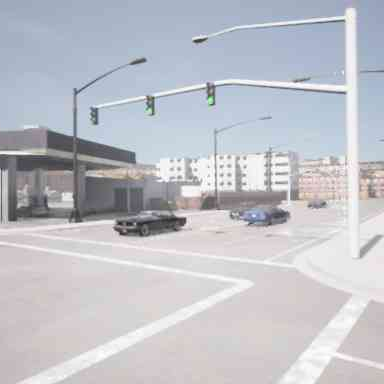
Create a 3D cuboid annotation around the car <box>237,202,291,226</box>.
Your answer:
[{"bbox_3d":[5.677,1.675,24.877,2.033,1.411,5.357,-1,-1,35],"label":"car"}]

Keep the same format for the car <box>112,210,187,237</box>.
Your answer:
[{"bbox_3d":[-2.370,1.771,19.551,1.895,1.301,4.718,-1,-1,34],"label":"car"}]

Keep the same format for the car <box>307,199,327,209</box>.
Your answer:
[{"bbox_3d":[18.911,1.729,50.041,2.033,1.411,5.357,-1,-1,35],"label":"car"}]

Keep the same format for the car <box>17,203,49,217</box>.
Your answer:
[{"bbox_3d":[-16.958,1.893,35.136,3.806,1.475,1.970,-1,-1,36],"label":"car"}]

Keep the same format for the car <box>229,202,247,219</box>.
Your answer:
[{"bbox_3d":[5.077,1.674,30.317,1.837,1.490,4.892,-1,1,35],"label":"car"}]
